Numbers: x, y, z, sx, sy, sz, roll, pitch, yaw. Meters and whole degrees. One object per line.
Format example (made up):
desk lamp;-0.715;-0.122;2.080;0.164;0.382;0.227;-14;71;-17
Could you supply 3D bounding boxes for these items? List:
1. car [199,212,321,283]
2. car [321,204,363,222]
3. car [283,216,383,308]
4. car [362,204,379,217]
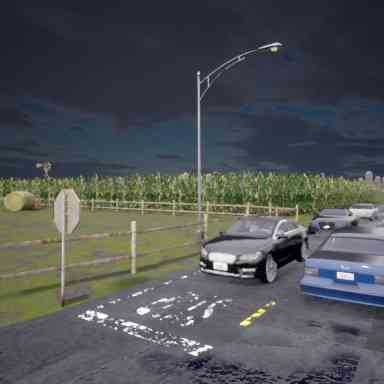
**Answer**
car;2.069;1.515;9.984;2.128;1.511;4.902;-1;0;35
car;7.917;1.583;18.408;1.994;1.385;4.181;-1;0;35
car;4.172;1.548;8.011;2.033;1.411;5.357;-1;0;35
car;13.704;1.612;26.738;1.895;1.301;4.718;-1;0;35
